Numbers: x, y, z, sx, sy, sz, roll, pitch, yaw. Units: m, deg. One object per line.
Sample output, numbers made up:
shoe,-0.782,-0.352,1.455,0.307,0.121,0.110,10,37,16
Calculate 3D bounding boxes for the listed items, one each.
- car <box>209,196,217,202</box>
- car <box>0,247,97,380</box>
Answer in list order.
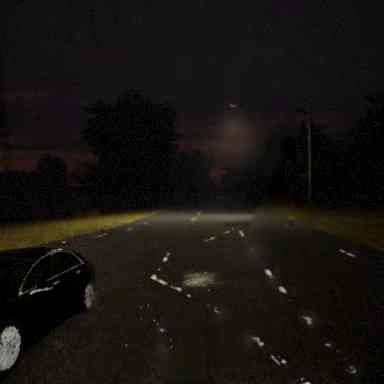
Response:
car,5.950,1.896,93.058,1.837,1.490,4.892,-1,0,11
car,-3.169,1.801,5.764,1.837,1.490,4.892,-2,-4,3
